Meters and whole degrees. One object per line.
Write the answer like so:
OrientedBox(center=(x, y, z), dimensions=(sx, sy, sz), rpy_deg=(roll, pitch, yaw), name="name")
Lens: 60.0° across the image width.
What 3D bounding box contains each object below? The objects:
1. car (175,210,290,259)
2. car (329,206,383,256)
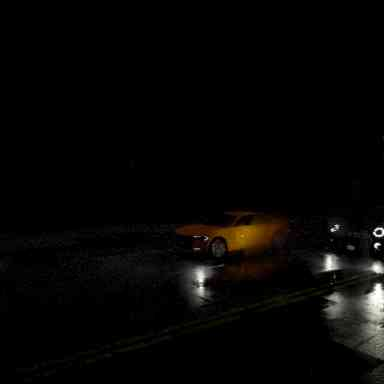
OrientedBox(center=(1.667, 1.483, 12.857), dimensions=(5.008, 1.535, 1.882), rpy_deg=(0, 0, -35), name="car")
OrientedBox(center=(7.371, 1.353, 12.930), dimensions=(4.553, 1.767, 2.097), rpy_deg=(0, 0, -35), name="car")
